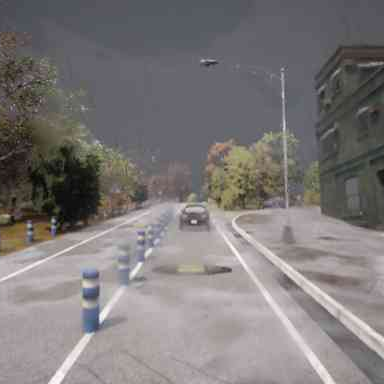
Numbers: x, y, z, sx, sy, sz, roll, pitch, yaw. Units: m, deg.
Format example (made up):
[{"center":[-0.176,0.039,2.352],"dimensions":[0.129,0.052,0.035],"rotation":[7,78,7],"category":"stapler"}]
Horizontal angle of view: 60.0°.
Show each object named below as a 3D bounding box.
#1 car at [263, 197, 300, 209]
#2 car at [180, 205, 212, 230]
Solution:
[{"center":[10.428,1.346,38.779],"dimensions":[4.902,1.511,2.128],"rotation":[1,-6,-32],"category":"car"},{"center":[0.269,1.530,21.245],"dimensions":[1.812,1.442,4.674],"rotation":[-1,0,4],"category":"car"}]
